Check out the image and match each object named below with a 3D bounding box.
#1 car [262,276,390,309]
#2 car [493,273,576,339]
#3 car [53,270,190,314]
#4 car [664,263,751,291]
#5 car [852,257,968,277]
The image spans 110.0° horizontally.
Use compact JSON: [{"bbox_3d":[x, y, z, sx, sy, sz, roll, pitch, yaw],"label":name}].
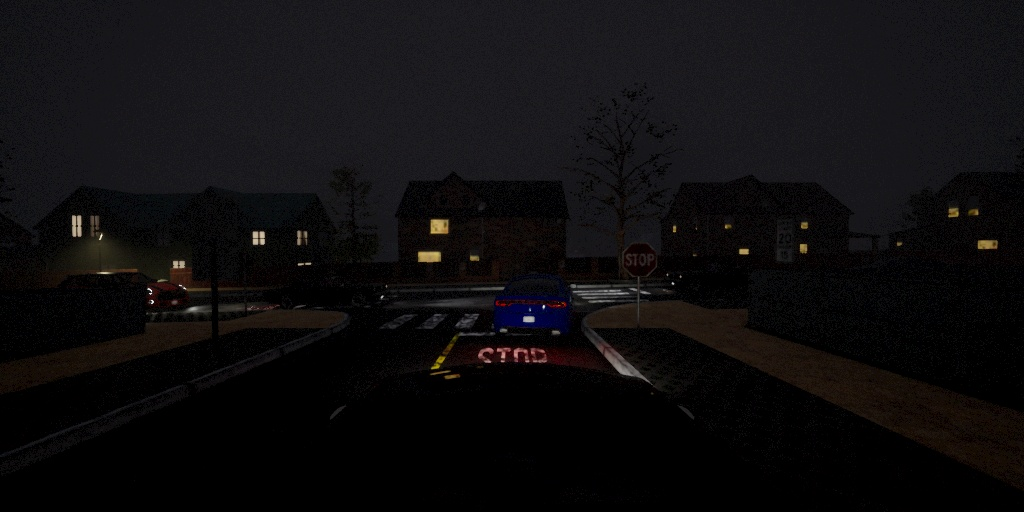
[{"bbox_3d":[-7.806,1.506,15.450,4.718,1.301,1.895,-1,1,0],"label":"car"},{"bbox_3d":[0.790,1.226,10.239,1.882,1.535,5.008,0,0,10],"label":"car"},{"bbox_3d":[-16.793,1.472,15.446,4.553,1.767,2.097,-1,1,0],"label":"car"},{"bbox_3d":[10.417,1.034,18.370,4.718,1.301,1.895,-1,1,-1],"label":"car"},{"bbox_3d":[20.063,0.753,18.403,5.357,1.411,2.033,-1,1,0],"label":"car"}]
